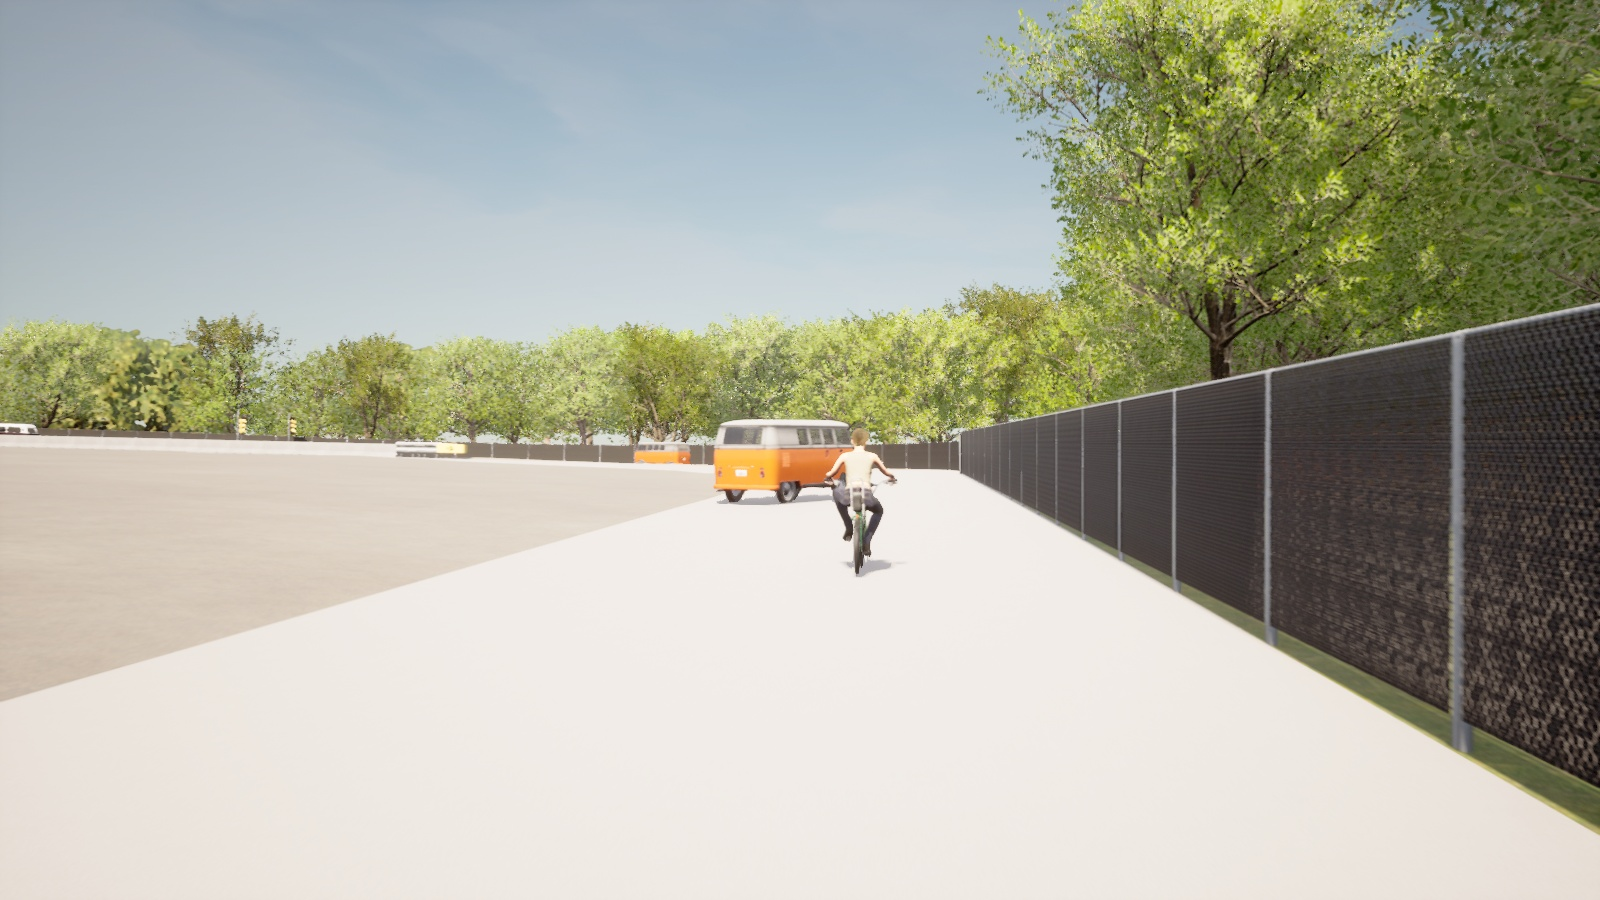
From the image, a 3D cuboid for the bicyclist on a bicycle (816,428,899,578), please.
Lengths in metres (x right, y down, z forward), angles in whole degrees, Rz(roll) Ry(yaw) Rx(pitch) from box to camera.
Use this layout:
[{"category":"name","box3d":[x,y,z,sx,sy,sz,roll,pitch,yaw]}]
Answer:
[{"category":"bicyclist on a bicycle","box3d":[0.678,0.564,14.250,0.866,1.612,1.509,0,0,5]}]

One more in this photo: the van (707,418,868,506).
[{"category":"van","box3d":[-0.210,0.252,30.578,1.775,1.987,4.442,0,1,33]}]

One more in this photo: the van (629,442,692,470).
[{"category":"van","box3d":[-10.227,0.410,92.036,4.442,1.987,1.775,0,-1,32]}]
